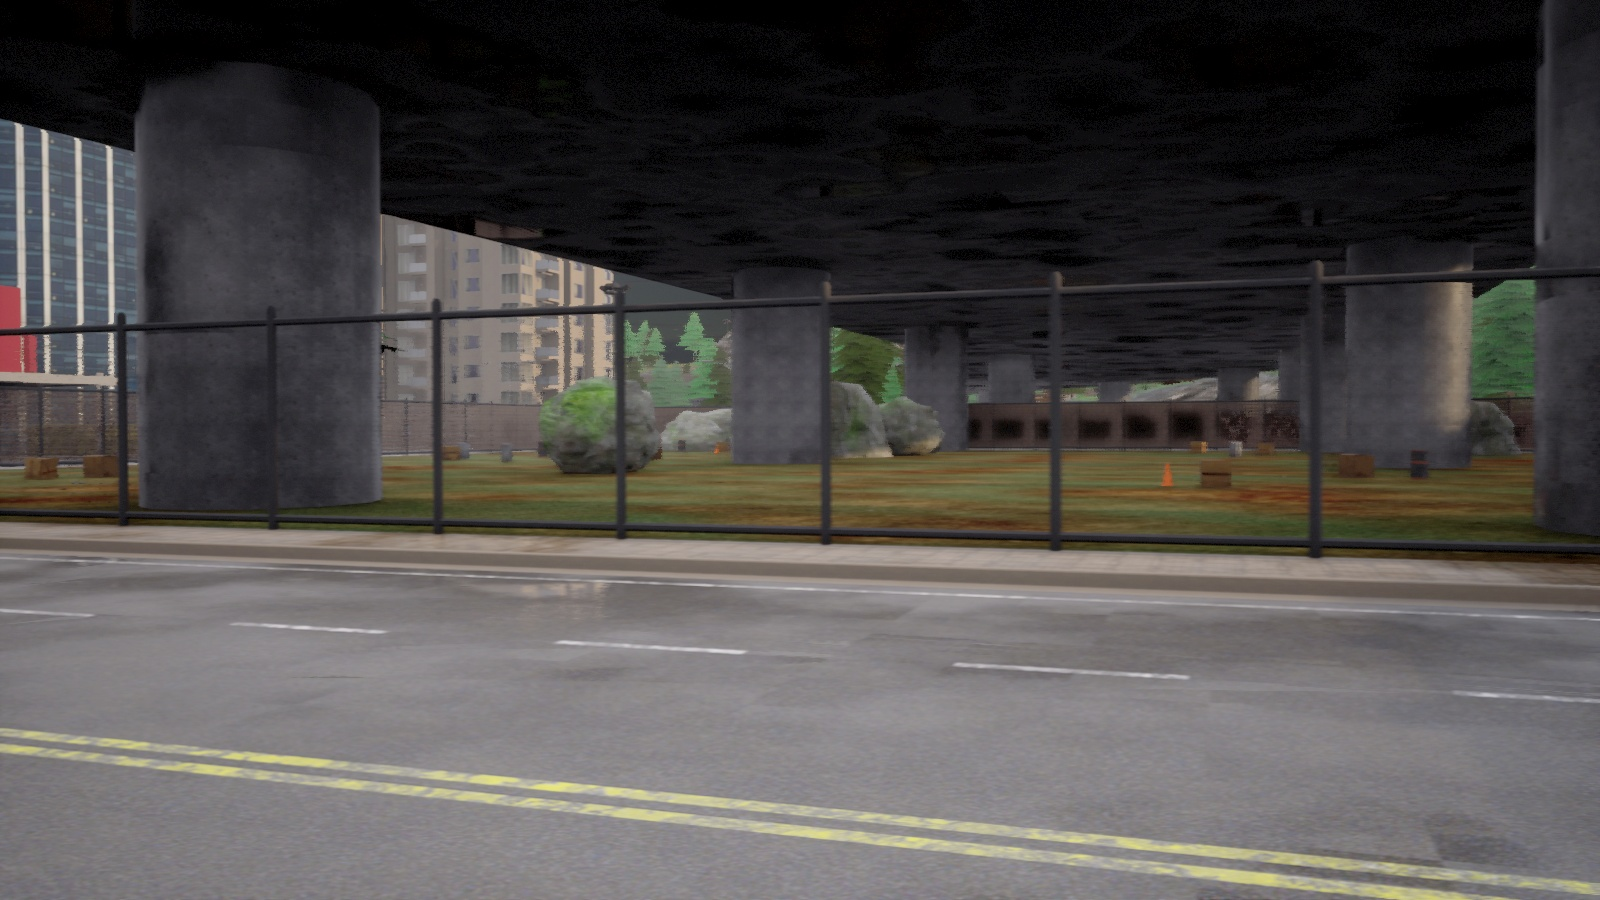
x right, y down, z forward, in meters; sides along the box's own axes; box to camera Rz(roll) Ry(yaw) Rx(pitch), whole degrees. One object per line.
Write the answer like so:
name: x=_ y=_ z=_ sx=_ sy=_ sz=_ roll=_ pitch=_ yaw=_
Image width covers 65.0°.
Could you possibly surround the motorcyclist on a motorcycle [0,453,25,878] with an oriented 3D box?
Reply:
motorcyclist on a motorcycle: x=-4.028 y=0.774 z=4.549 sx=2.191 sy=1.530 sz=0.866 roll=1 pitch=1 yaw=19
